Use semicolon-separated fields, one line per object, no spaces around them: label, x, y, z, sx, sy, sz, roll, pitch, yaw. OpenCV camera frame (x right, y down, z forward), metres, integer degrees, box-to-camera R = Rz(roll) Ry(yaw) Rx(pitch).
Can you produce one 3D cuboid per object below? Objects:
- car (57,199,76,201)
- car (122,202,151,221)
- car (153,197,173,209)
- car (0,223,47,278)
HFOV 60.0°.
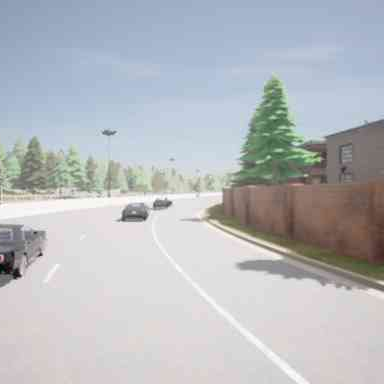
car;-17.716;1.246;45.789;2.097;1.767;4.553;0;0;8
car;-4.462;1.511;26.953;1.994;1.385;4.181;0;0;-3
car;-3.707;1.411;43.447;2.128;1.511;4.902;0;0;7
car;-5.603;1.575;9.782;1.895;1.301;4.718;0;0;-14
